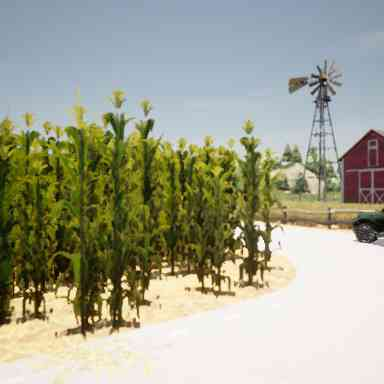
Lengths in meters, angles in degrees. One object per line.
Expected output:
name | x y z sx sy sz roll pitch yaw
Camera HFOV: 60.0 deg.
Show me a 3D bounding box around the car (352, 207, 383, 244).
car | 9.046 1.204 13.040 2.150 2.045 5.566 1 -1 -19
